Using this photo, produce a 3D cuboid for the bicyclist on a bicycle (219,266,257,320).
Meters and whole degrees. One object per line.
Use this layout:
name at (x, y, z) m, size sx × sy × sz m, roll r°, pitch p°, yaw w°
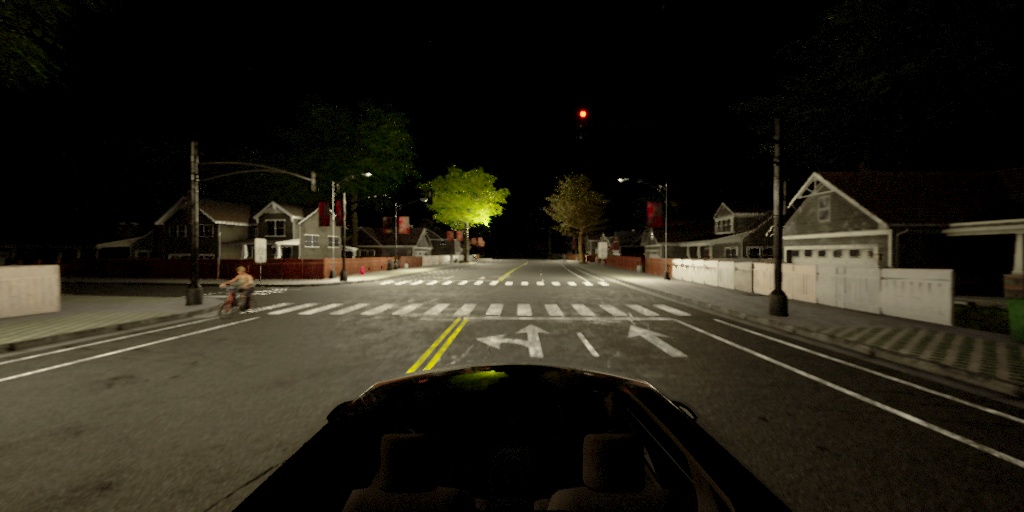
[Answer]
bicyclist on a bicycle at (-8.585, 1.131, 11.293) m, size 0.866 × 1.612 × 1.509 m, roll 0°, pitch 0°, yaw 2°
